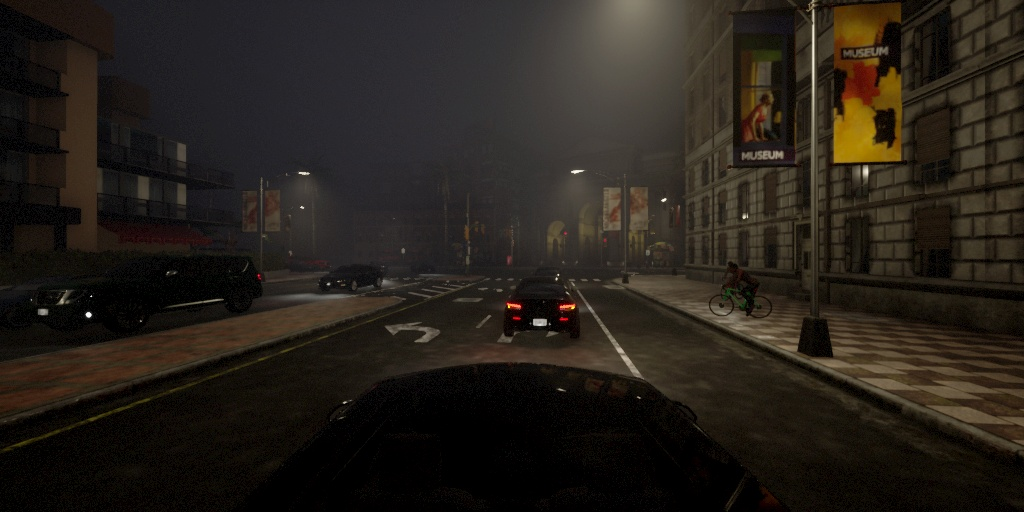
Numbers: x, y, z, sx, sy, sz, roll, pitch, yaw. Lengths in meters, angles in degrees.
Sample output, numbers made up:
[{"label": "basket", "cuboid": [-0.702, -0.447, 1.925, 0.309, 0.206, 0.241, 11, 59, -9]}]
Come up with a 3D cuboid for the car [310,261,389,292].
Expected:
[{"label": "car", "cuboid": [-9.535, 1.255, 21.580, 1.837, 1.490, 4.892, 0, 0, 7]}]

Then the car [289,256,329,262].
[{"label": "car", "cuboid": [-27.030, 0.971, 47.792, 5.566, 2.045, 2.150, 0, 0, 7]}]

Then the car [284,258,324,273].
[{"label": "car", "cuboid": [-26.591, 1.297, 44.182, 5.357, 1.411, 2.033, 0, 0, 8]}]

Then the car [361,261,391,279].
[{"label": "car", "cuboid": [-12.464, 1.241, 33.176, 2.128, 1.511, 4.902, 0, 0, -14]}]

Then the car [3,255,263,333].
[{"label": "car", "cuboid": [-10.713, 0.971, 11.216, 2.150, 2.045, 5.566, 0, 0, 8]}]

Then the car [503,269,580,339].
[{"label": "car", "cuboid": [0.877, 1.276, 10.078, 1.812, 1.442, 4.674, 0, 0, 7]}]

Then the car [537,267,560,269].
[{"label": "car", "cuboid": [1.922, 1.276, 18.921, 1.812, 1.442, 4.674, 0, 0, 7]}]

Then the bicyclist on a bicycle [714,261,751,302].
[{"label": "bicyclist on a bicycle", "cuboid": [9.272, 1.050, 15.059, 1.656, 1.620, 0.582, 0, 0, -28]}]

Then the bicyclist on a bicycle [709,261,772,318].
[{"label": "bicyclist on a bicycle", "cuboid": [6.854, 1.051, 10.797, 1.656, 1.620, 0.582, 0, 0, 22]}]

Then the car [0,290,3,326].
[{"label": "car", "cuboid": [-14.204, 1.297, 11.639, 2.033, 1.411, 5.357, 0, 0, 7]}]

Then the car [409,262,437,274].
[{"label": "car", "cuboid": [-10.003, 1.314, 40.245, 1.994, 1.385, 4.181, 0, 0, -34]}]
